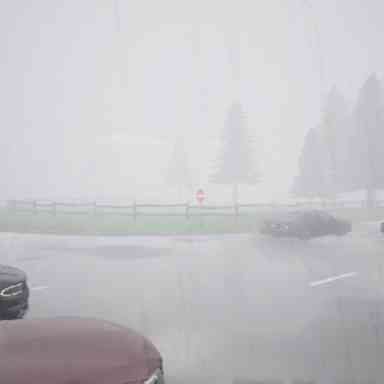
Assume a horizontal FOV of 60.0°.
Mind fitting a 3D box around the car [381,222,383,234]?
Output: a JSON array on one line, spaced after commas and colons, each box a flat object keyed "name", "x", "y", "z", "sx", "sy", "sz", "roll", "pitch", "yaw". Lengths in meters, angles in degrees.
[{"name": "car", "x": 11.099, "y": 1.616, "z": 15.959, "sx": 4.718, "sy": 1.301, "sz": 1.895, "roll": 0, "pitch": 0, "yaw": -35}]

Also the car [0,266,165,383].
[{"name": "car", "x": -2.354, "y": 1.525, "z": 2.068, "sx": 4.674, "sy": 1.442, "sz": 1.812, "roll": 0, "pitch": 0, "yaw": -35}]

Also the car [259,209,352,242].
[{"name": "car", "x": 5.701, "y": 1.559, "z": 16.409, "sx": 5.357, "sy": 1.411, "sz": 2.033, "roll": 0, "pitch": 0, "yaw": -36}]

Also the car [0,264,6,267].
[{"name": "car", "x": -4.977, "y": 1.477, "z": 4.495, "sx": 5.008, "sy": 1.535, "sz": 1.882, "roll": 0, "pitch": 0, "yaw": -35}]
